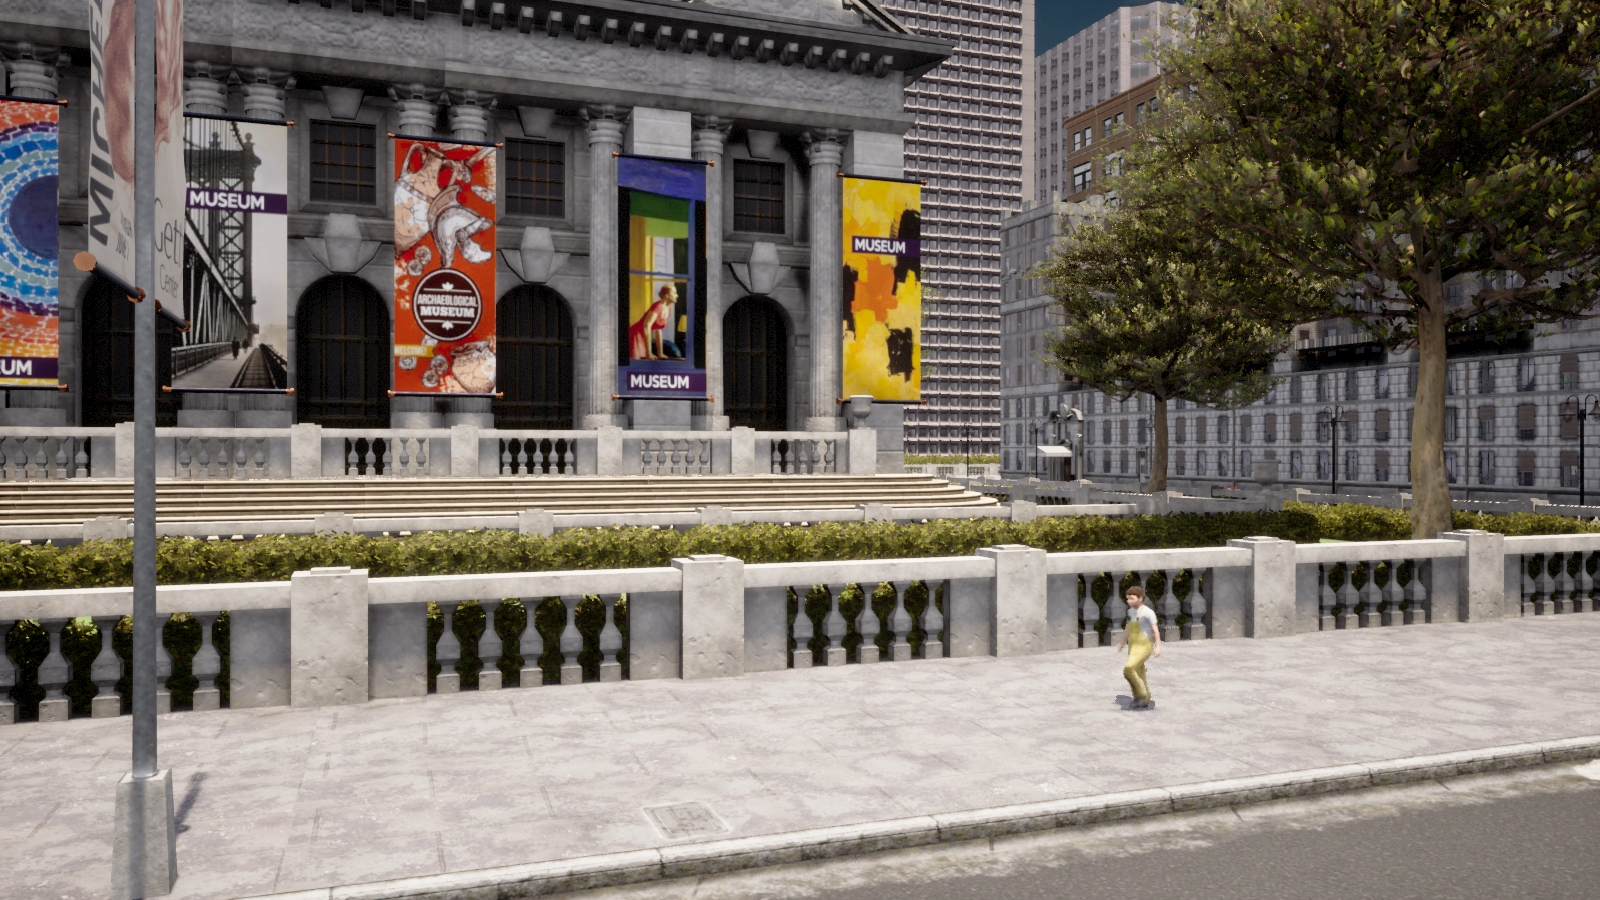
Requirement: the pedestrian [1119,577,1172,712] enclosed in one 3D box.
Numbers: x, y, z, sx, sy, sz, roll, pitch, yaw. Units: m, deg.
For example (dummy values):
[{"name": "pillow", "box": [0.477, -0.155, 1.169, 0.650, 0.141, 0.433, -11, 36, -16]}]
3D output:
[{"name": "pedestrian", "box": [3.539, 1.979, 11.714, 0.375, 1.300, 0.375, 0, 0, -20]}]
